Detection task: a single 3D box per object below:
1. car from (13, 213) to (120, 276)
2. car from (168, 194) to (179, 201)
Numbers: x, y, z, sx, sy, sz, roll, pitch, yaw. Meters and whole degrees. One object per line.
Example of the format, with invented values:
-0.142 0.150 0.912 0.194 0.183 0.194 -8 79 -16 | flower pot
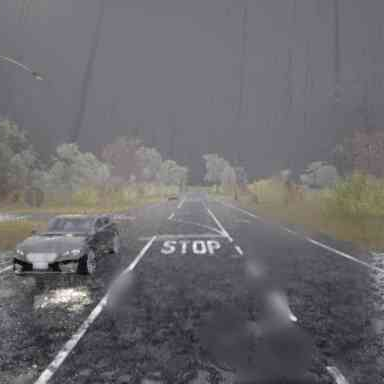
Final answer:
-3.516 1.422 10.160 2.128 1.511 4.902 0 0 0 | car
-3.463 1.099 63.179 1.895 1.301 4.718 0 1 0 | car
